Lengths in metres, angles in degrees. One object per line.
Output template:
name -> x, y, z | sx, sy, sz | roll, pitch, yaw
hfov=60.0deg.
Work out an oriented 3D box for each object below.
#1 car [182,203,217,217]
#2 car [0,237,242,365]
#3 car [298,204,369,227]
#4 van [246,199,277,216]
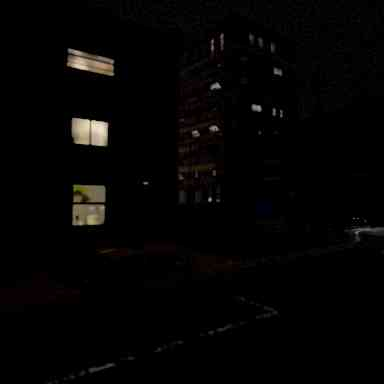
car -> 0.579, 1.721, 32.106 | 1.947, 1.339, 4.313 | 1, -1, -35
car -> -1.277, 1.525, 5.794 | 4.829, 1.417, 1.752 | 0, 1, -35
car -> 9.811, 1.628, 23.456 | 1.837, 1.490, 4.892 | 1, -1, -35
van -> 7.482, 1.641, 36.858 | 1.690, 1.788, 3.998 | 1, -1, -35
